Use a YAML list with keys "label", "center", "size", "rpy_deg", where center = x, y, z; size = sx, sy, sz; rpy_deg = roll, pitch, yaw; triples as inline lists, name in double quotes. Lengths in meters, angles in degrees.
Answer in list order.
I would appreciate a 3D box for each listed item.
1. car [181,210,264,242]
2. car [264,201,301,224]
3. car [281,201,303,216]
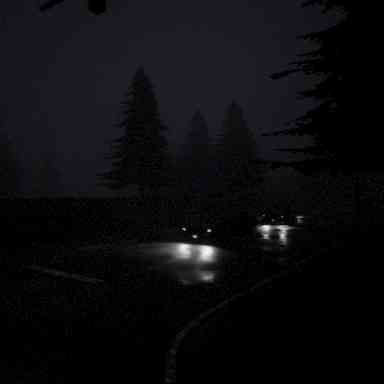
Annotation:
- label: "car"
  center: [1.629, 1.647, 17.383]
  size: [2.033, 1.411, 5.357]
  rpy_deg: [-1, 0, 35]
- label: "car"
  center: [6.969, 1.656, 26.239]
  size: [2.033, 1.411, 5.357]
  rpy_deg: [-1, 0, 26]
- label: "car"
  center: [10.761, 1.685, 35.967]
  size: [2.033, 1.411, 5.357]
  rpy_deg: [-1, 0, 16]
